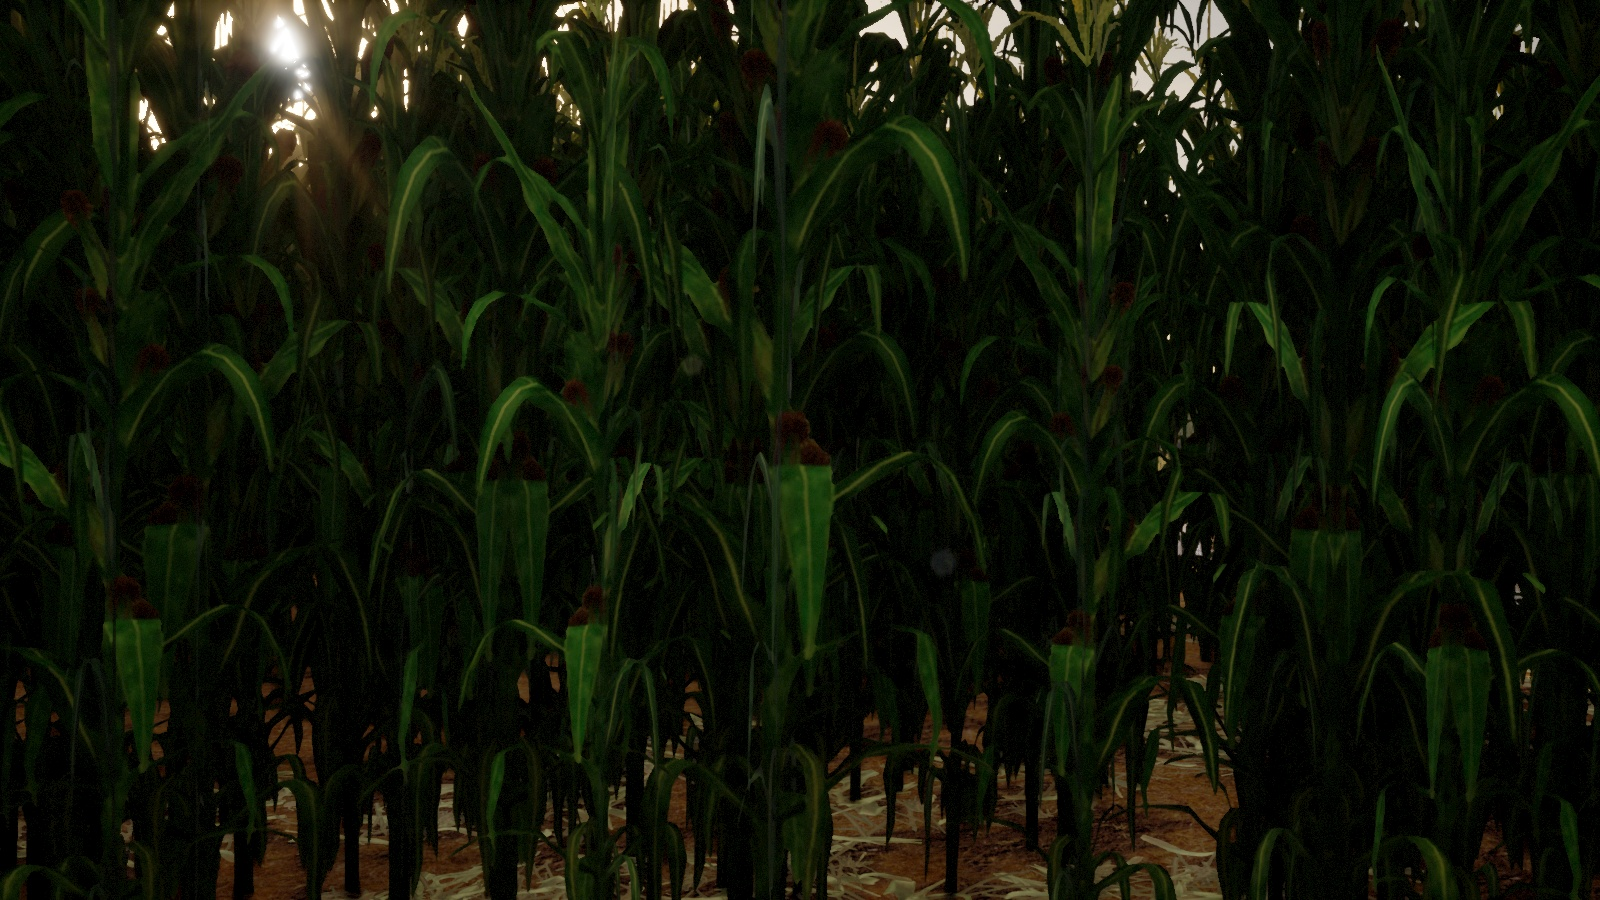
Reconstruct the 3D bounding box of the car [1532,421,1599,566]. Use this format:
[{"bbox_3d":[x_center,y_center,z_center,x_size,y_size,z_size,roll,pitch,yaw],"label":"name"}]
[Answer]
[{"bbox_3d":[9.737,0.464,12.747,1.789,1.549,3.705,-1,1,-20],"label":"car"}]
